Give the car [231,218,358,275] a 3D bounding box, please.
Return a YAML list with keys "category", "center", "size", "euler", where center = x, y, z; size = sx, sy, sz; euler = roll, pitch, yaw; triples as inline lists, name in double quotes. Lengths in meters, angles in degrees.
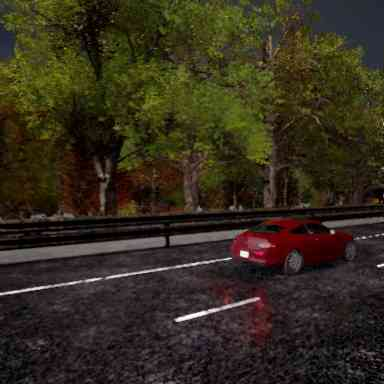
- category: "car"
  center: [3.298, 1.536, 10.451]
  size: [4.674, 1.442, 1.812]
  euler: [0, 0, -36]
